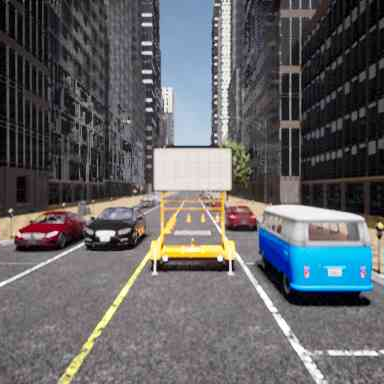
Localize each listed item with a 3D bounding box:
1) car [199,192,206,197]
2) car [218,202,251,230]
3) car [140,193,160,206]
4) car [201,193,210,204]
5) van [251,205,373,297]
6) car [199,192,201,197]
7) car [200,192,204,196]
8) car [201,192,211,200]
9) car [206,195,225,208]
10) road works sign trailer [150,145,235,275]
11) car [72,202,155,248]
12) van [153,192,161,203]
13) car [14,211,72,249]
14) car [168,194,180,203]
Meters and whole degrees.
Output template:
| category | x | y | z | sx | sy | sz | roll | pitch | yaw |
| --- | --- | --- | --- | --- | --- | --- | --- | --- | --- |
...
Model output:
| category | x | y | z | sx | sy | sz | roll | pitch | yaw |
| --- | --- | --- | --- | --- | --- | --- | --- | --- | --- |
| car | 2.891 | 0.713 | 93.528 | 1.887 | 1.381 | 4.507 | 0 | 1 | 0 |
| car | 2.732 | 1.424 | 19.529 | 1.802 | 1.307 | 4.206 | 0 | 0 | 0 |
| car | -5.600 | 1.208 | 42.319 | 2.008 | 1.369 | 4.403 | 0 | 0 | 0 |
| car | 2.793 | 1.159 | 47.990 | 2.008 | 1.369 | 4.403 | 0 | 1 | 0 |
| van | 2.708 | 1.275 | 8.143 | 1.690 | 1.788 | 3.998 | 0 | 0 | 0 |
| car | 2.830 | 0.888 | 65.066 | 1.967 | 1.590 | 4.097 | 0 | 1 | 0 |
| car | 2.805 | 1.107 | 53.682 | 2.008 | 1.369 | 4.403 | 0 | 1 | 0 |
| car | 2.842 | 0.834 | 70.758 | 1.967 | 1.590 | 4.097 | 0 | 1 | 0 |
| car | 2.769 | 1.287 | 36.606 | 1.802 | 1.307 | 4.206 | 0 | 0 | 0 |
| road works sign trailer | 0.022 | 0.382 | 10.161 | 2.380 | 3.560 | 2.880 | 0 | 0 | 0 |
| car | -3.070 | 1.376 | 14.191 | 2.128 | 1.511 | 4.902 | 0 | 0 | 0 |
| van | -5.575 | 0.897 | 53.702 | 1.690 | 1.788 | 3.998 | 0 | 1 | 0 |
| car | -5.661 | 1.469 | 13.857 | 1.802 | 1.307 | 4.206 | 0 | 0 | 0 |
| car | -2.962 | 1.088 | 55.329 | 2.033 | 1.411 | 5.357 | 0 | 1 | 0 |
